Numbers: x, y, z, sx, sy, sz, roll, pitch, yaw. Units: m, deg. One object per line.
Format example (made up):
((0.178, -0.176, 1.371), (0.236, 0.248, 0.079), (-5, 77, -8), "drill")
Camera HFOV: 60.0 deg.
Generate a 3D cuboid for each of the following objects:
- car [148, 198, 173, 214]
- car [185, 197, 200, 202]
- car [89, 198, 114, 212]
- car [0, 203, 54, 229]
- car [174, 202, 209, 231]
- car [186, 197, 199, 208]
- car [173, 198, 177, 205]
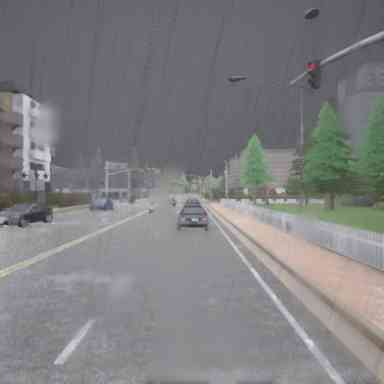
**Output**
((-3.419, 1.613, 35.362), (1.895, 1.301, 4.718), (0, 0, 0), "car")
((0.081, 1.505, 35.743), (2.128, 1.511, 4.902), (0, 0, 0), "car")
((-10.598, 1.491, 39.152), (1.882, 1.535, 5.008), (0, 0, 0), "car")
((-11.041, 1.498, 22.036), (2.128, 1.511, 4.902), (0, 0, 5), "car")
((0.084, 1.554, 20.559), (2.033, 1.411, 5.357), (0, 0, 0), "car")
((0.075, 1.523, 49.397), (1.837, 1.490, 4.892), (0, 0, 0), "car")
((-3.423, 1.566, 52.021), (2.033, 1.411, 5.357), (0, 0, 0), "car")
